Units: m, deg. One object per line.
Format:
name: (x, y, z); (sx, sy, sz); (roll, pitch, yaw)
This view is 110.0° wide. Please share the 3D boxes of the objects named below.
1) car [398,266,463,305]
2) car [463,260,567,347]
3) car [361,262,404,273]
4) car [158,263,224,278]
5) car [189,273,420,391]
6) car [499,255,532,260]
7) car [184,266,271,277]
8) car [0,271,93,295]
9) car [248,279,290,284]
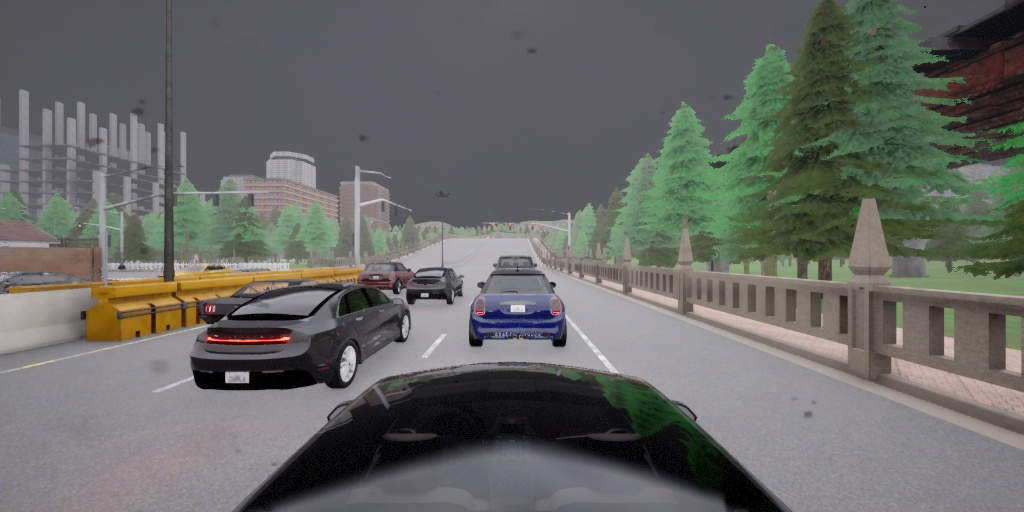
car: (-3.342, 1.255, 16.175); (1.837, 1.490, 4.892); (0, 0, 0)
car: (0.129, 1.102, 9.492); (2.097, 1.767, 4.553); (0, 0, 0)
car: (-6.873, 1.102, 20.165); (2.097, 1.767, 4.553); (0, 0, -1)
car: (-20.923, 1.273, 24.072); (1.882, 1.535, 5.008); (0, 0, -3)
car: (-3.381, 1.255, 6.854); (1.837, 1.490, 4.892); (0, 0, 0)
car: (0.169, 0.972, 18.982); (2.150, 2.045, 5.566); (0, 0, 0)
car: (-13.982, 1.351, 18.797); (1.895, 1.301, 4.718); (0, 0, 1)
car: (-17.538, 1.276, 12.452); (1.812, 1.442, 4.674); (0, 0, 0)
car: (-6.860, 1.351, 11.172); (1.895, 1.301, 4.718); (0, 0, 0)
